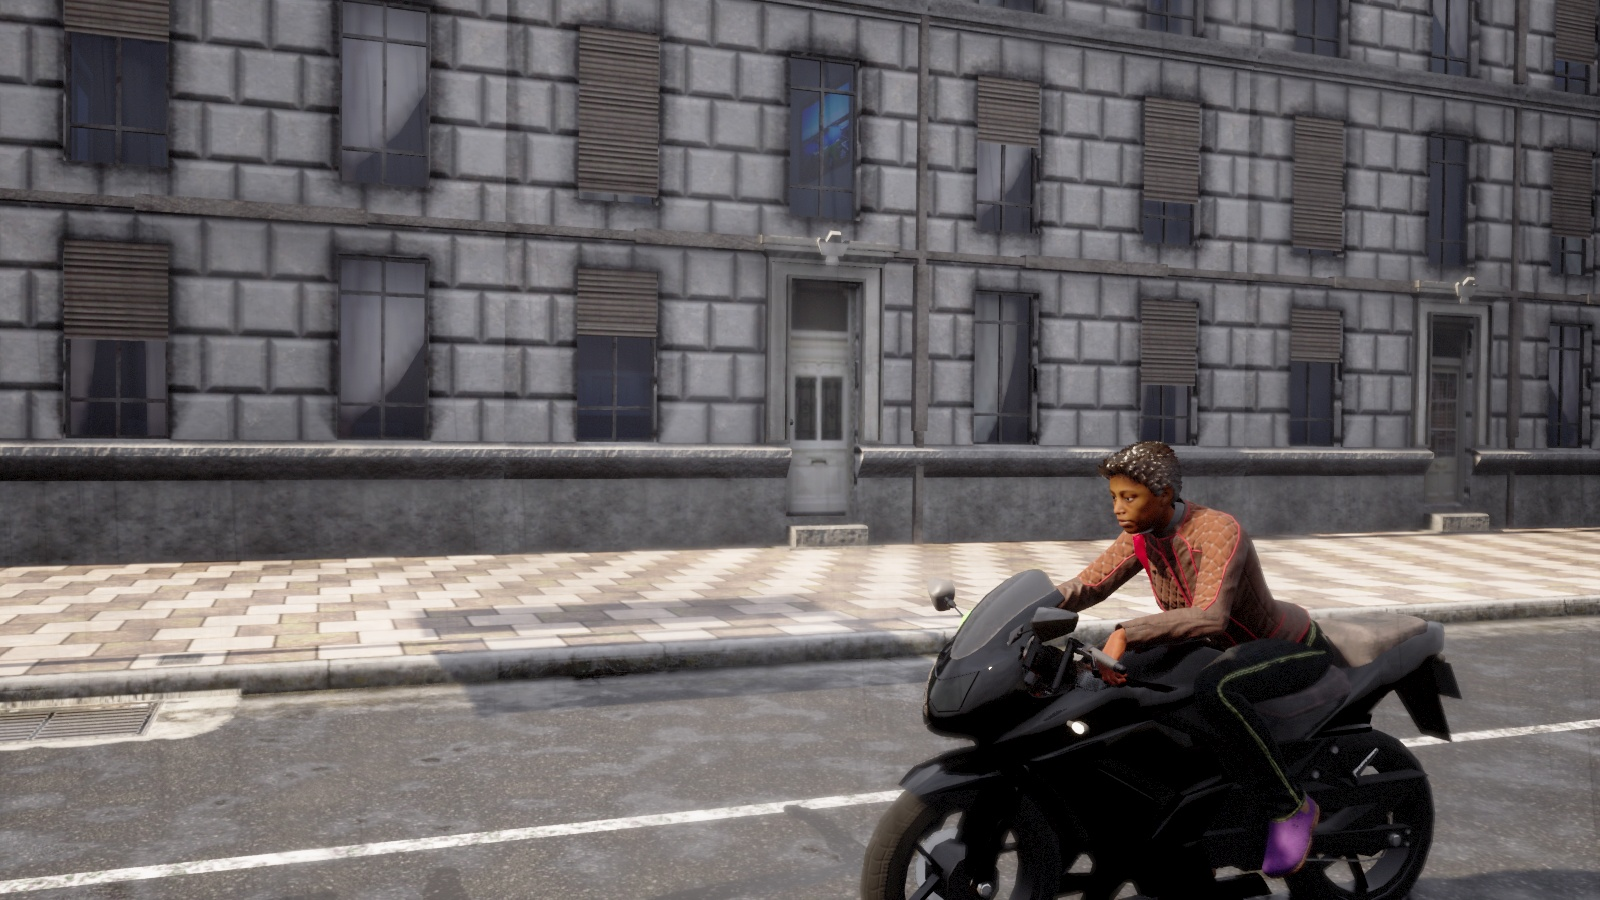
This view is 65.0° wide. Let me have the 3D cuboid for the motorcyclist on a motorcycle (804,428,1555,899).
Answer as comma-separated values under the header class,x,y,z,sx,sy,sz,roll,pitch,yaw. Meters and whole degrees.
class,x,y,z,sx,sy,sz,roll,pitch,yaw
motorcyclist on a motorcycle,1.116,0.708,3.691,2.044,1.523,0.797,-1,1,-21
